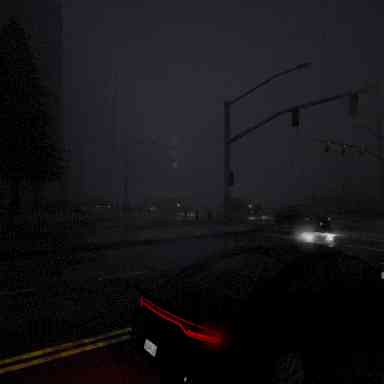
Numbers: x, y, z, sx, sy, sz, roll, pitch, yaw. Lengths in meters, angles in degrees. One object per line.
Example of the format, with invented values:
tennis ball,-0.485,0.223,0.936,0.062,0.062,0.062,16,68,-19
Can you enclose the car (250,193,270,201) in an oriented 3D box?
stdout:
car,16.743,1.153,82.130,1.932,1.855,4.605,0,0,-35

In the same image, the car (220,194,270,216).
car,5.039,1.352,32.878,2.097,1.767,4.553,0,0,-36

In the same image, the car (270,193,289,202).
car,16.283,1.395,63.207,1.970,1.475,3.806,0,0,-35

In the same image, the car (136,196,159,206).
car,-7.665,1.504,56.947,1.837,1.490,4.892,0,0,-36

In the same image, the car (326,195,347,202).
car,32.395,1.364,74.704,1.784,1.438,3.905,0,0,-35

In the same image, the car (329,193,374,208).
car,21.815,1.153,45.773,1.932,1.855,4.605,0,0,-35

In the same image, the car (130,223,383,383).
car,1.587,1.478,4.927,5.008,1.535,1.882,0,0,-35

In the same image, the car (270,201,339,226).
car,6.877,1.525,21.059,1.812,1.442,4.674,0,0,-11

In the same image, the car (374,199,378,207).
car,24.205,1.156,47.406,1.905,1.878,3.866,0,0,-35

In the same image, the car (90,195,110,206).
car,-15.382,1.351,55.467,2.097,1.767,4.553,0,0,-35

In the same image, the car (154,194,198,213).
car,-1.806,1.352,36.417,2.097,1.767,4.553,0,0,-36

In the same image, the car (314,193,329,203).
car,29.998,1.153,73.077,1.932,1.855,4.605,0,0,-35

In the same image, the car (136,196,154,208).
car,-6.549,1.564,49.058,1.994,1.385,4.181,0,0,-36
